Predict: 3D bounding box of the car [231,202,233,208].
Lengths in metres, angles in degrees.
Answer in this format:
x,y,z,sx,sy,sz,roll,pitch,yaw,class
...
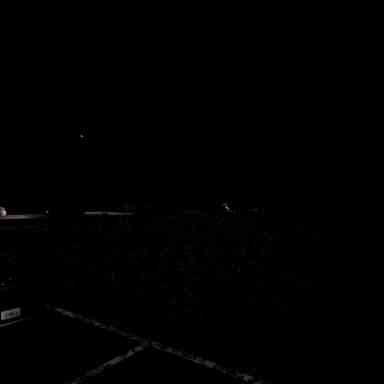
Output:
x,y,z,sx,sy,sz,roll,pitch,yaw,class
7.034,2.557,62.446,2.128,1.511,4.902,0,-1,36,car

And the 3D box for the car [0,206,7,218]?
x,y,z,sx,sy,sz,roll,pitch,yaw,class
-19.886,1.816,31.039,1.812,1.442,4.674,0,-1,36,car

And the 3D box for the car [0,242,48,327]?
x,y,z,sx,sy,sz,roll,pitch,yaw,class
-4.419,1.551,6.159,4.403,1.369,2.008,0,0,36,car

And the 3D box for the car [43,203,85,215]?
x,y,z,sx,sy,sz,roll,pitch,yaw,class
-16.028,2.105,41.914,1.895,1.301,4.718,0,-1,36,car

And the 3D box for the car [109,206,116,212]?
x,y,z,sx,sy,sz,roll,pitch,yaw,class
-10.101,2.297,50.064,1.895,1.301,4.718,0,-1,36,car

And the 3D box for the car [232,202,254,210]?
x,y,z,sx,sy,sz,roll,pitch,yaw,class
9.664,2.622,60.535,1.994,1.385,4.181,0,-1,36,car

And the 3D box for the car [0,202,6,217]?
x,y,z,sx,sy,sz,roll,pitch,yaw,class
-21.914,1.821,33.810,1.837,1.490,4.892,0,-1,36,car

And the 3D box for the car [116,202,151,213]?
x,y,z,sx,sy,sz,roll,pitch,yaw,class
-7.948,2.151,47.495,1.882,1.535,5.008,0,-1,36,car

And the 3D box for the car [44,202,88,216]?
x,y,z,sx,sy,sz,roll,pitch,yaw,class
-14.462,1.955,38.542,2.128,1.511,4.902,0,-1,36,car

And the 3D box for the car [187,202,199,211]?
x,y,z,sx,sy,sz,roll,pitch,yaw,class
1.148,2.364,54.255,2.128,1.511,4.902,0,-1,37,car

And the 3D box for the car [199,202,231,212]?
x,y,z,sx,sy,sz,roll,pitch,yaw,class
3.623,2.366,52.129,1.837,1.490,4.892,0,-1,36,car
